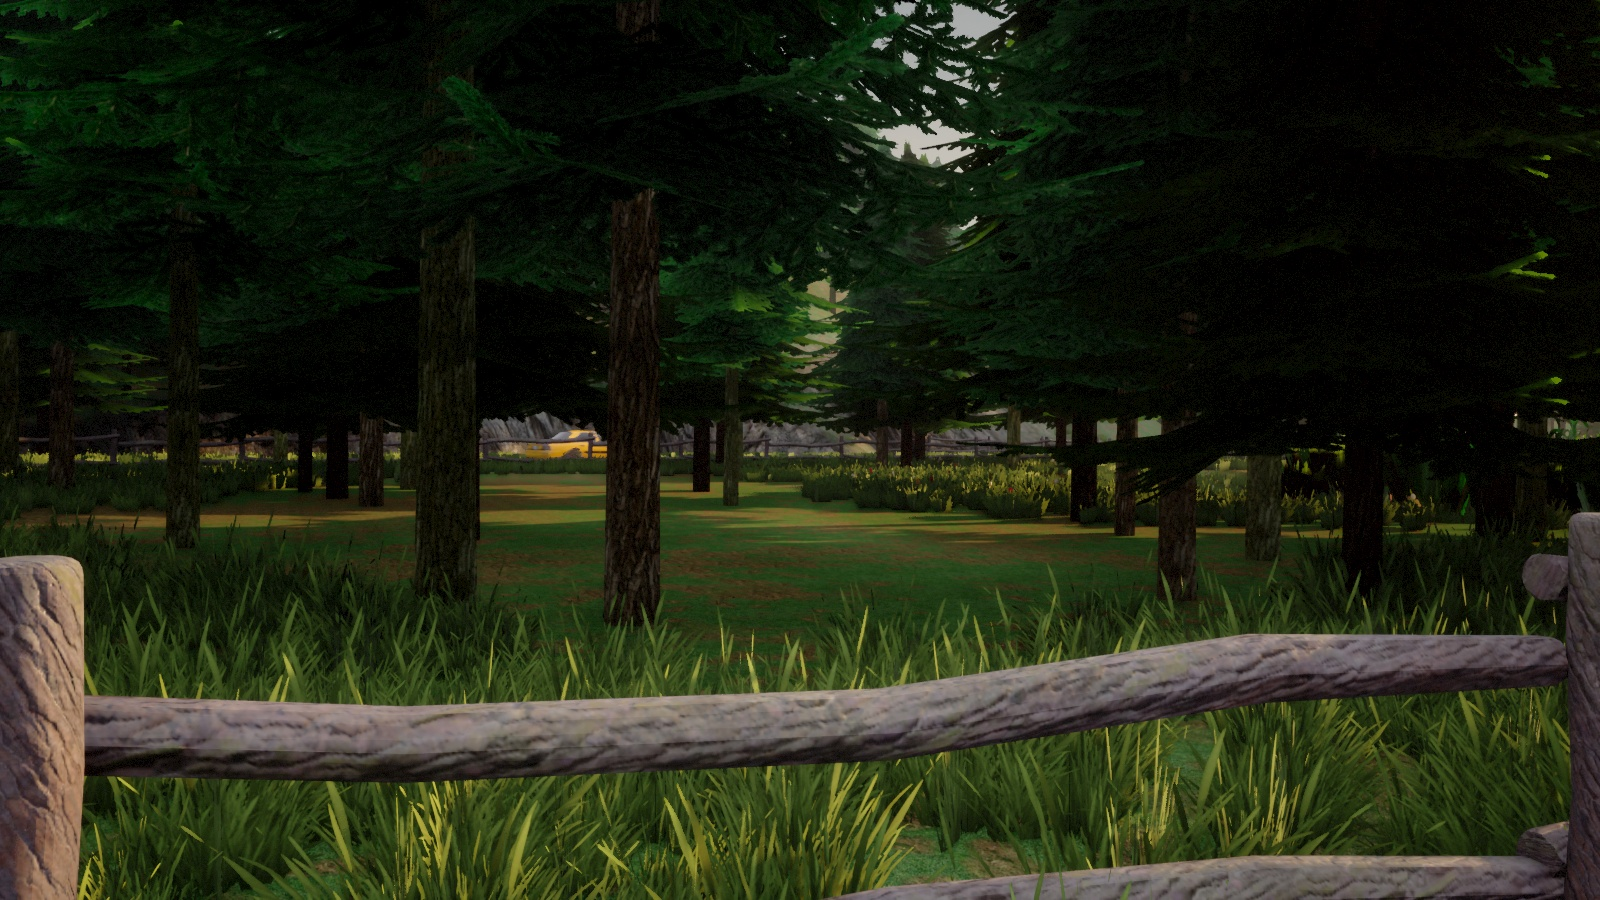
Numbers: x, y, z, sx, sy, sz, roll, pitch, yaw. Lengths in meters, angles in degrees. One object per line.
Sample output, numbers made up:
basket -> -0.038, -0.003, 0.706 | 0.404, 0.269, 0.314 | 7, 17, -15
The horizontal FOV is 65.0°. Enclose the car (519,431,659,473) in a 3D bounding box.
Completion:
car -> -8.442, 0.032, 50.602 | 5.366, 1.575, 1.801 | -1, 1, -38
